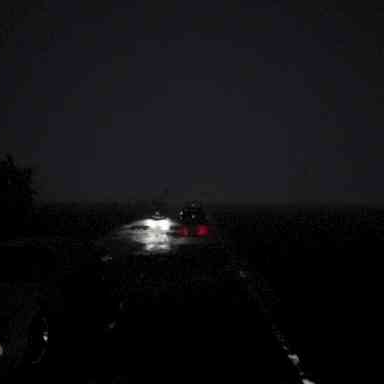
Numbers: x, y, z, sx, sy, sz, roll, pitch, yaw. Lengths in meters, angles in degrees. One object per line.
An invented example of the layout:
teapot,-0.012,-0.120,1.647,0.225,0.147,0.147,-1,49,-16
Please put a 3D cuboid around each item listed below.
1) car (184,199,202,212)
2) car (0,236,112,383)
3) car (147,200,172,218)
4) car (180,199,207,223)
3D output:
car,0.108,1.573,39.686,2.033,1.411,5.357,0,0,0
car,-2.849,1.548,5.928,2.033,1.411,5.357,0,0,0
car,-2.838,1.504,29.790,2.128,1.511,4.902,0,0,0
car,0.104,1.501,25.563,2.128,1.511,4.902,0,0,0
